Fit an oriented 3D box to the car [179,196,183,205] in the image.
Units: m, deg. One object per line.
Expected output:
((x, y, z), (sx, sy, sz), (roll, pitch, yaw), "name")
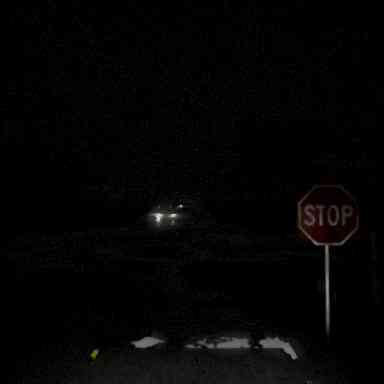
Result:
((-2.778, 1.470, 61.100), (2.097, 1.767, 4.553), (0, 0, 1), "car")

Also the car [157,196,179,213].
((-2.839, 1.514, 37.691), (1.882, 1.535, 5.008), (0, 0, 0), "car")
